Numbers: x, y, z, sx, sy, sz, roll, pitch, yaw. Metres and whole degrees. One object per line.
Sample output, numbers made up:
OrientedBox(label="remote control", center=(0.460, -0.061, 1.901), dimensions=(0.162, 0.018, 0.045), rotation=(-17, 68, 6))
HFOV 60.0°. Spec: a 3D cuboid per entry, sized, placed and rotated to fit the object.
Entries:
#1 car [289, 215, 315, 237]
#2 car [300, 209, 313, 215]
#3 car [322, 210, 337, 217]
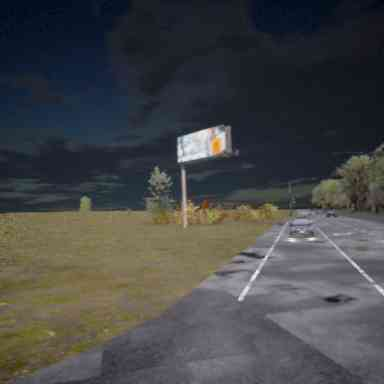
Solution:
OrientedBox(label="car", center=(9.113, 2.898, 27.682), dimensions=(1.812, 1.442, 4.674), rotation=(-3, -4, 17))
OrientedBox(label="car", center=(22.791, 4.775, 66.599), dimensions=(1.812, 1.442, 4.674), rotation=(-4, -4, 24))
OrientedBox(label="car", center=(31.575, 4.837, 75.649), dimensions=(2.097, 1.767, 4.553), rotation=(-3, -4, 17))
